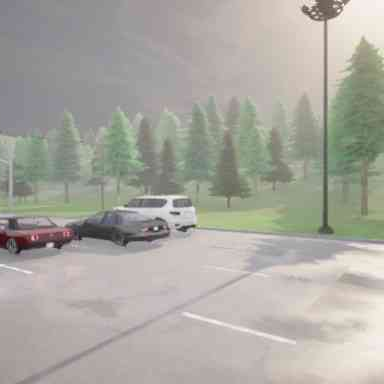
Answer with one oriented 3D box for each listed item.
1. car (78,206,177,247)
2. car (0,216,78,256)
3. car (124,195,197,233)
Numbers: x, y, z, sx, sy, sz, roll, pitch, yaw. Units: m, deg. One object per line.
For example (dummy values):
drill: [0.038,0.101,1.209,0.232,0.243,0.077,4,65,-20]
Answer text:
car: [-3.503,1.531,14.994,5.357,1.411,2.033,0,0,36]
car: [-6.810,1.582,13.075,4.718,1.301,1.895,0,0,36]
car: [-2.326,1.205,18.467,5.566,2.045,2.150,0,0,36]
